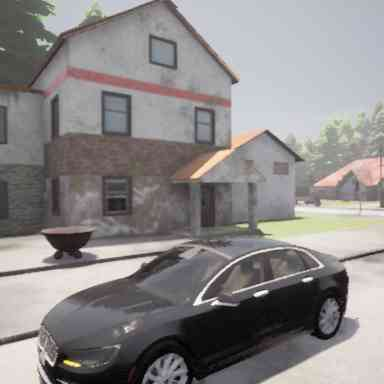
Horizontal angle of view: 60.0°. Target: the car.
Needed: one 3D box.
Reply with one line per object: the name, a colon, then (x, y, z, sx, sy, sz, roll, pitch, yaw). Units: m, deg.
car: (0.406, 1.483, 4.904, 4.892, 1.490, 1.837, 0, 0, -36)
